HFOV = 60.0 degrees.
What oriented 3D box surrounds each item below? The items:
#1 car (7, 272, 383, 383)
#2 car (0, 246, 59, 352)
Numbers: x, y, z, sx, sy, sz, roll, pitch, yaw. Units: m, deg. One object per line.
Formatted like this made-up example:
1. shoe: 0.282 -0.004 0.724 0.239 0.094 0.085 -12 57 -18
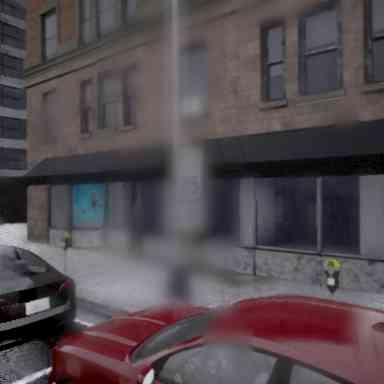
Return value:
1. car: 0.664 1.553 2.604 4.507 1.381 1.887 -1 0 35
2. car: -3.815 1.627 5.798 4.313 1.339 1.947 -1 0 35
